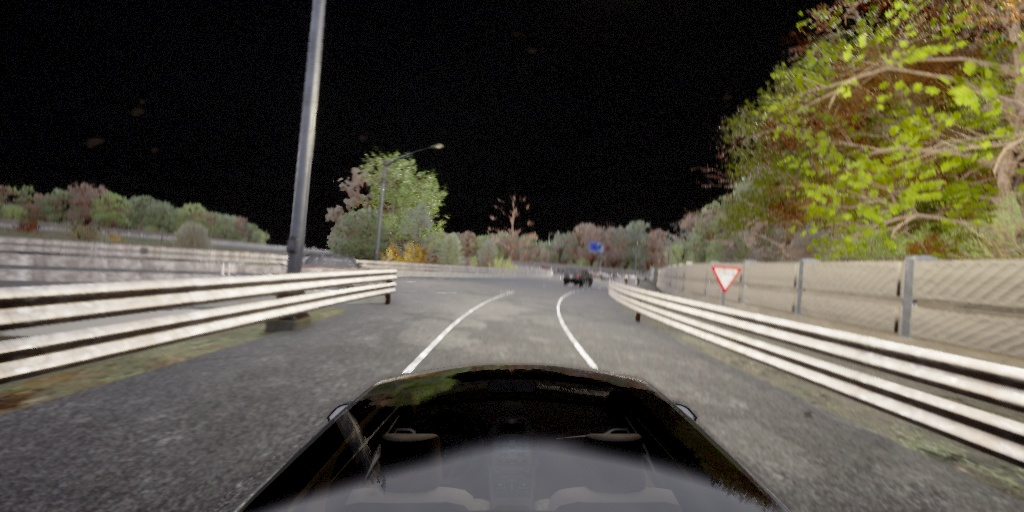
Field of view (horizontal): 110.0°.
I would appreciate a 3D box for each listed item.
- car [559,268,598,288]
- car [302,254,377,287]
[{"bbox_3d":[7.563,2.440,40.602,2.150,2.045,5.566,4,-1,28],"label":"car"},{"bbox_3d":[-8.603,0.774,17.956,2.097,1.767,4.553,3,-2,42],"label":"car"}]
